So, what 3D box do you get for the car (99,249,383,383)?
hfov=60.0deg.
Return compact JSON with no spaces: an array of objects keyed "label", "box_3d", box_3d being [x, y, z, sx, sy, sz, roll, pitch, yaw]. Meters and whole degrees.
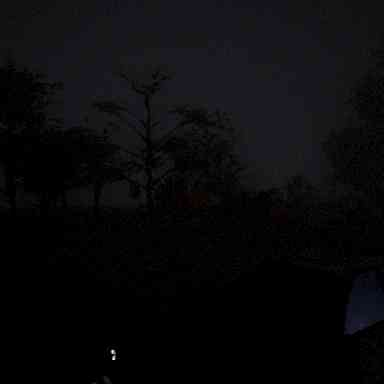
[{"label":"car","box_3d":[1.681,1.522,4.253,5.357,1.411,2.033,0,0,-35]}]
